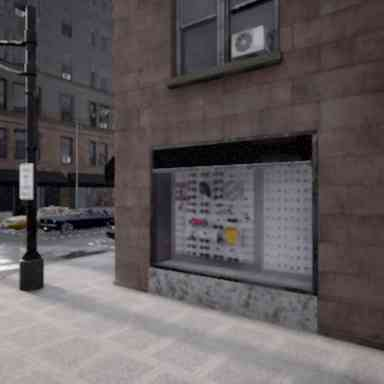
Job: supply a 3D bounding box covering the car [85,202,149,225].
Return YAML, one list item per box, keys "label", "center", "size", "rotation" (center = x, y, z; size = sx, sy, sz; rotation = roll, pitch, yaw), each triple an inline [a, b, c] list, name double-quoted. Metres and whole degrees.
- label: "car"
  center: [-5.397, 1.525, 24.523]
  size: [2.008, 1.369, 4.403]
  rotation: [0, 0, 35]

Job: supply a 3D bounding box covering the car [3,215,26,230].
- label: "car"
  center: [-8.636, 1.495, 19.975]
  size: [1.752, 1.417, 4.829]
  rotation: [0, 0, 35]

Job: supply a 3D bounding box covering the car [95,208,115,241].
- label: "car"
  center: [-2.006, 1.527, 15.450]
  size: [1.947, 1.339, 4.313]
  rotation: [0, 0, 35]

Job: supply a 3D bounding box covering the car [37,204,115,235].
- label: "car"
  center: [-6.267, 1.568, 18.937]
  size: [1.895, 1.301, 4.718]
  rotation: [0, 0, 36]
